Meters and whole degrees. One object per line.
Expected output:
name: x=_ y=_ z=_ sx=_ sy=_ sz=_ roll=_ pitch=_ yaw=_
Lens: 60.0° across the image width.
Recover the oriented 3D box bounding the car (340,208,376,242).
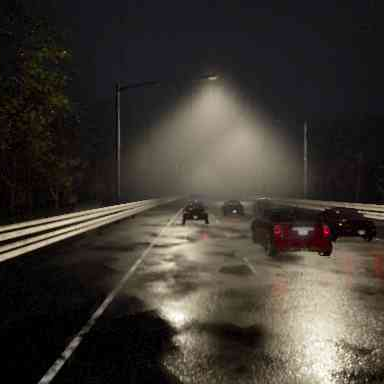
car: x=7.179 y=1.520 z=16.348 sx=1.812 sy=1.442 sz=4.674 roll=0 pitch=0 yaw=0

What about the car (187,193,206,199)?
car: x=0.565 y=1.203 z=43.002 sx=2.150 sy=2.045 sz=5.566 roll=0 pitch=0 yaw=1

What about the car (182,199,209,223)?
car: x=0.266 y=1.516 z=24.923 sx=1.812 sy=1.442 sz=4.674 roll=0 pitch=0 yaw=1

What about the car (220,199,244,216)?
car: x=3.874 y=1.492 z=32.470 sx=1.837 sy=1.490 sz=4.892 roll=0 pitch=0 yaw=1

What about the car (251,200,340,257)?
car: x=3.655 y=1.348 z=13.029 sx=2.097 sy=1.767 sz=4.553 roll=0 pitch=0 yaw=0

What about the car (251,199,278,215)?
car: x=7.389 y=1.512 z=34.188 sx=1.812 sy=1.442 sz=4.674 roll=0 pitch=0 yaw=1
